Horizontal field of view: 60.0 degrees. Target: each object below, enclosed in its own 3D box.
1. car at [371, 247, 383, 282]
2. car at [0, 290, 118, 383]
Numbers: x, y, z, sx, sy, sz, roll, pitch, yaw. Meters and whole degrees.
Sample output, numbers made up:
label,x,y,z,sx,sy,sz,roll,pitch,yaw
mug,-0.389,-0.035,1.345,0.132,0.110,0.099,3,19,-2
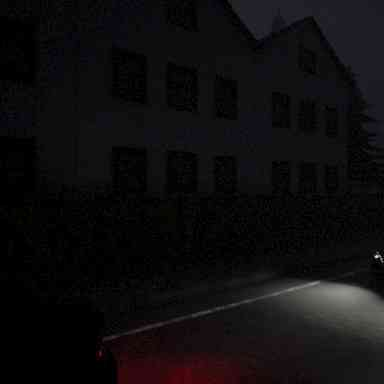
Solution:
label,x,y,z,sx,sy,sz,roll,pitch,yaw
car,6.525,1.532,8.599,4.674,1.442,1.812,0,0,-35
car,-2.893,1.503,1.917,4.892,1.490,1.837,0,0,-35
